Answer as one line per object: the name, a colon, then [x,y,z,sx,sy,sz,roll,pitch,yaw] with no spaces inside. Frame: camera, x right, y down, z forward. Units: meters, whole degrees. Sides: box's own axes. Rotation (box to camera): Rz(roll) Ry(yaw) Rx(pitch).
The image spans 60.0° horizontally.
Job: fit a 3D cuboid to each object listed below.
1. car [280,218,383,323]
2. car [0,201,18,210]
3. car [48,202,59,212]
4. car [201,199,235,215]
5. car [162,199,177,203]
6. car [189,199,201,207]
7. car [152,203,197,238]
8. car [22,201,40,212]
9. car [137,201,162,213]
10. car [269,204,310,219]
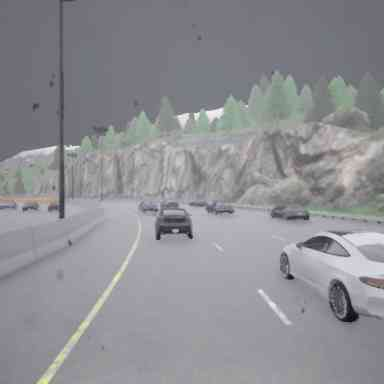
car: [3.389,1.539,7.146,1.812,1.442,4.674,0,0,-3]
car: [-27.227,1.985,49.492,1.994,1.385,4.181,0,0,-21]
car: [-17.548,1.928,43.208,1.895,1.301,4.718,0,0,-18]
car: [2.920,1.703,35.828,2.033,1.411,5.357,0,0,-14]
car: [-3.022,1.742,44.228,1.837,1.490,4.892,0,0,-16]
car: [0.967,1.860,54.477,1.895,1.301,4.718,0,0,-20]
car: [-1.089,1.602,18.235,1.837,1.490,4.892,0,0,-7]
car: [-22.061,1.917,45.781,2.033,1.411,5.357,0,0,-19]
car: [-5.437,1.781,40.500,2.033,1.411,5.357,0,0,-17]
car: [8.037,1.646,27.777,1.994,1.385,4.181,0,0,-10]
